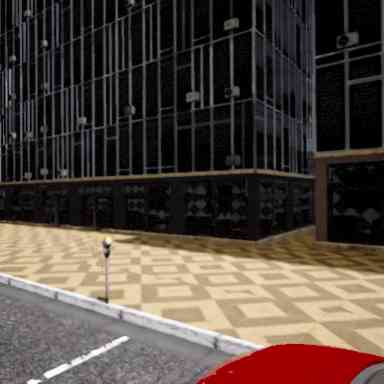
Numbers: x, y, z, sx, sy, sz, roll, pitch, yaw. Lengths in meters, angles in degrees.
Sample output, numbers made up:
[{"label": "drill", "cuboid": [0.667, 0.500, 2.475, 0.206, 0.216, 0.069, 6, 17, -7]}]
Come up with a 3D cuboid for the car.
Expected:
[{"label": "car", "cuboid": [1.922, 1.539, 1.506, 4.507, 1.381, 1.887, -1, 0, 35]}]
